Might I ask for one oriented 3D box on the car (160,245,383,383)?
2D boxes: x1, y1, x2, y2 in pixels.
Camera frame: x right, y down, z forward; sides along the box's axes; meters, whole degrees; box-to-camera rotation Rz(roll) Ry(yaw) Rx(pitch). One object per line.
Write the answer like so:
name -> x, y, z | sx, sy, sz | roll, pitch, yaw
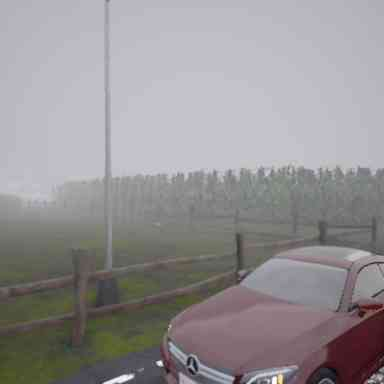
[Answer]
car -> 1.755, 1.551, 4.617 | 4.674, 1.442, 1.812 | 0, -1, -40
